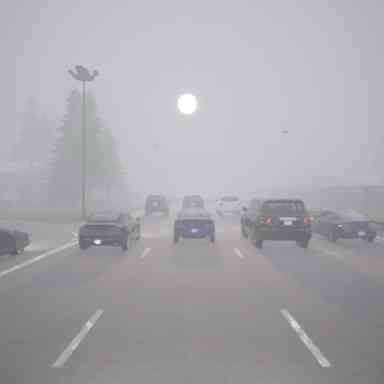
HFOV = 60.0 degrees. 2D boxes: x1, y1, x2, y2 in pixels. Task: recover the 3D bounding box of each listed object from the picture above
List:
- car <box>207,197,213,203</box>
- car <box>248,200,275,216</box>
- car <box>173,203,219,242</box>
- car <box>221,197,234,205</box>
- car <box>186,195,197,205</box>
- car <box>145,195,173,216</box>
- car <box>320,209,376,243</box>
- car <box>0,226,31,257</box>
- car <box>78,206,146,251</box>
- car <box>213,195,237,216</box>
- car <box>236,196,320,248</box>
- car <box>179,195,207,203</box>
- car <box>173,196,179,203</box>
[{"bbox_3d":[3.499,1.730,64.836,2.033,1.411,5.357,0,0,0],"label":"car"},{"bbox_3d":[7.100,1.602,34.538,1.837,1.490,4.892,0,0,0],"label":"car"},{"bbox_3d":[0.101,1.525,16.810,1.882,1.535,5.008,0,0,0],"label":"car"},{"bbox_3d":[6.999,1.679,66.052,2.128,1.511,4.902,0,0,0],"label":"car"},{"bbox_3d":[-0.001,1.537,65.640,2.097,1.767,4.553,0,0,0],"label":"car"},{"bbox_3d":[-3.400,1.316,33.456,2.150,2.045,5.566,0,0,0],"label":"car"},{"bbox_3d":[7.087,1.572,16.219,1.812,1.442,4.674,0,0,0],"label":"car"},{"bbox_3d":[-7.026,1.577,10.259,2.033,1.411,5.357,0,0,-2],"label":"car"},{"bbox_3d":[-3.400,1.546,14.429,1.837,1.490,4.892,0,0,0],"label":"car"},{"bbox_3d":[3.599,1.316,33.506,2.150,2.045,5.566,0,0,0],"label":"car"},{"bbox_3d":[3.601,1.264,15.141,2.150,2.045,5.566,0,0,0],"label":"car"},{"bbox_3d":[0.100,1.316,33.508,2.150,2.045,5.566,0,0,0],"label":"car"},{"bbox_3d":[-3.501,1.537,65.640,2.097,1.767,4.553,0,0,0],"label":"car"}]
